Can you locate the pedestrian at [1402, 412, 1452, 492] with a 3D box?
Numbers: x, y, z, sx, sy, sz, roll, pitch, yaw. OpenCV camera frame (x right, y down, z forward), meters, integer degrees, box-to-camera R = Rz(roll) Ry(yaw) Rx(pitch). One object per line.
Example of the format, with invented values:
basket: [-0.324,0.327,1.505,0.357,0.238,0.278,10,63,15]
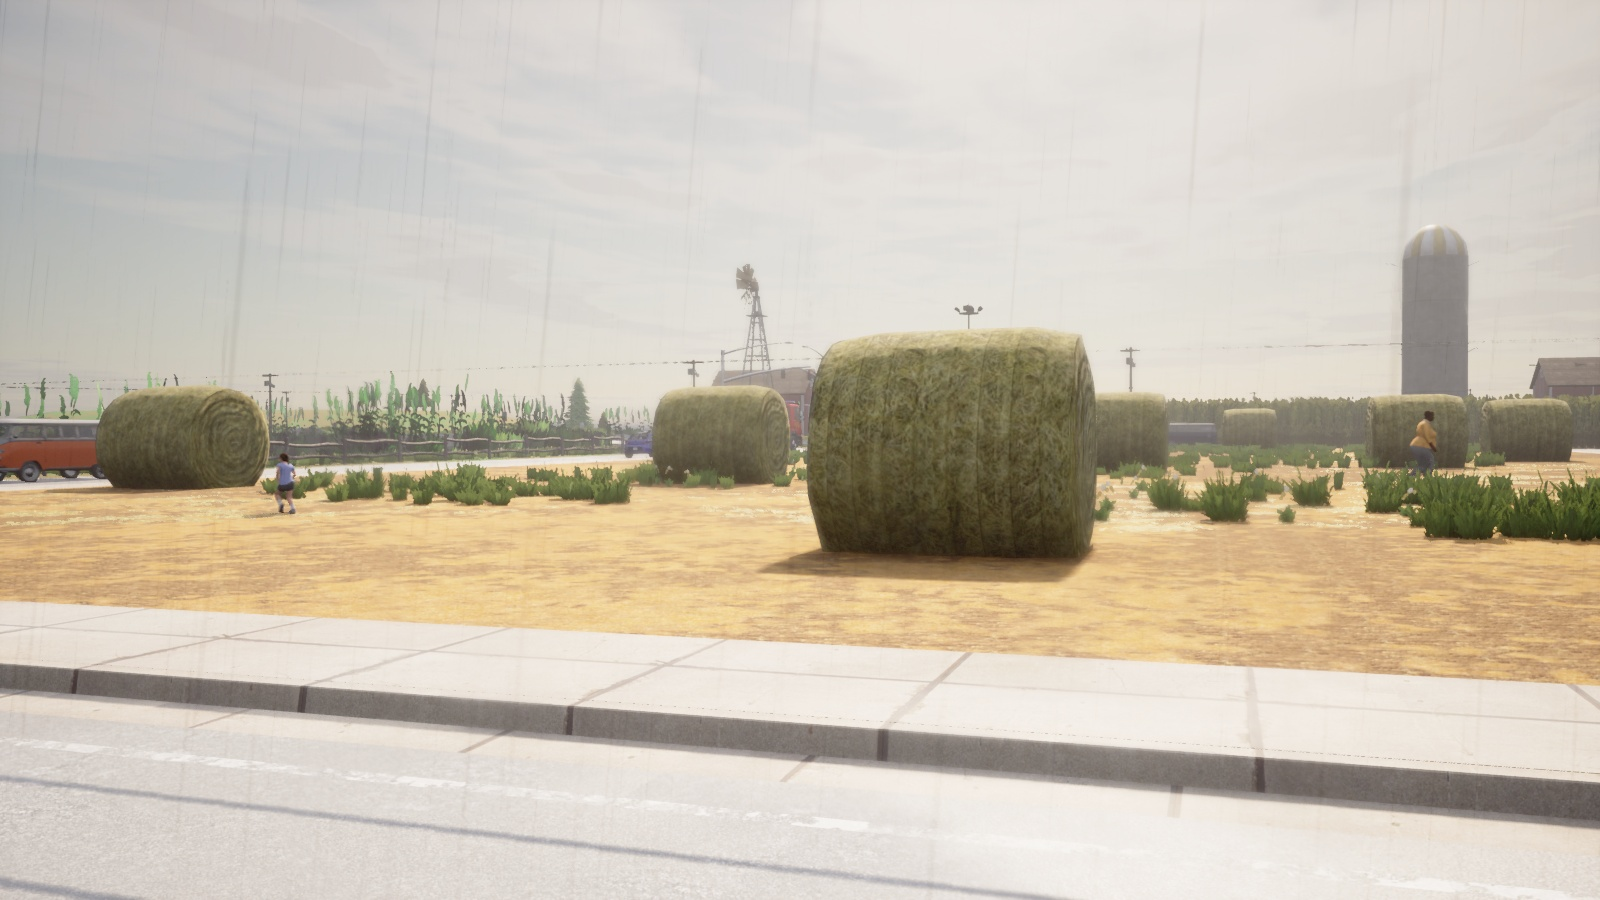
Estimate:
pedestrian: [14.680,0.036,29.426,0.900,1.855,0.874,1,1,18]

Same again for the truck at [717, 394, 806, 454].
truck: [-2.522,-1.747,85.215,2.891,3.827,8.468,1,1,22]

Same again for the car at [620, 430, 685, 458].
car: [-8.255,-0.356,70.618,1.816,1.474,4.193,1,1,21]

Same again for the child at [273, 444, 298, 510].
child: [-8.747,0.458,21.330,0.394,1.110,0.255,1,1,44]

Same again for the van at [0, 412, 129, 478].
van: [-23.972,-0.186,40.050,1.775,1.987,4.442,1,1,21]
